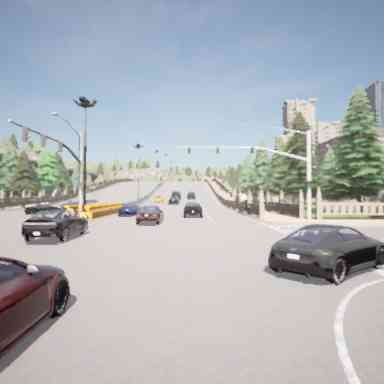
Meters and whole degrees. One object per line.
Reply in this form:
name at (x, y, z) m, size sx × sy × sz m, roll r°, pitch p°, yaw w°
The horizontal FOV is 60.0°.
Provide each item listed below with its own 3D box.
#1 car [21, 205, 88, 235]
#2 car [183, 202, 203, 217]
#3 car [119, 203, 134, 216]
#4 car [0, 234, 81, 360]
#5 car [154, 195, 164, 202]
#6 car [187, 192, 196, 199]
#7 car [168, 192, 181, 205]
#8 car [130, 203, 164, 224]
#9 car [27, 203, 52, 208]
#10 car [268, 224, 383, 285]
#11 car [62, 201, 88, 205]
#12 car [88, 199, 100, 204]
car at (-6.898, 1.655, 17.201) m, size 2.128 × 1.511 × 4.902 m, roll 0°, pitch -1°, yaw 0°
car at (0.104, 1.816, 35.565) m, size 1.882 × 1.535 × 5.008 m, roll 0°, pitch -1°, yaw 0°
car at (-6.896, 1.918, 37.326) m, size 1.994 × 1.385 × 4.181 m, roll 0°, pitch -1°, yaw 0°
car at (-3.398, 1.612, 4.913) m, size 1.994 × 1.385 × 4.181 m, roll 0°, pitch 0°, yaw 0°
car at (-7.130, 1.296, 72.085) m, size 1.882 × 1.535 × 5.008 m, roll 0°, pitch 5°, yaw 0°
car at (-0.170, 0.693, 79.382) m, size 1.837 × 1.490 × 4.892 m, roll 0°, pitch 6°, yaw 0°
car at (-3.599, 1.526, 66.276) m, size 2.097 × 1.767 × 4.553 m, roll 0°, pitch 3°, yaw 0°
car at (-3.396, 1.807, 27.326) m, size 2.033 × 1.411 × 5.357 m, roll 0°, pitch -1°, yaw 0°
car at (-17.566, 1.967, 38.714) m, size 1.895 × 1.301 × 4.718 m, roll 0°, pitch -1°, yaw 0°
car at (4.172, 1.660, 9.951) m, size 4.181 × 1.385 × 1.994 m, roll 1°, pitch -1°, yaw -40°
car at (-17.506, 2.007, 48.588) m, size 2.033 × 1.411 × 5.357 m, roll 0°, pitch -1°, yaw 0°
car at (-17.557, 1.964, 58.532) m, size 1.812 × 1.442 × 4.674 m, roll 0°, pitch 1°, yaw 0°
